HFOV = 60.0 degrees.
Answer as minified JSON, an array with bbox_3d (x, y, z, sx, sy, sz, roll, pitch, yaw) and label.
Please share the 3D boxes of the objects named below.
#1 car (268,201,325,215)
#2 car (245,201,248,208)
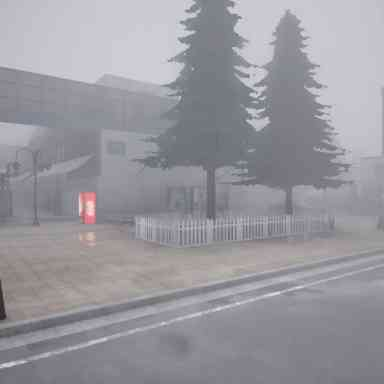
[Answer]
[{"bbox_3d":[9.582,1.532,30.796,2.033,1.411,5.357,0,0,-34],"label":"car"},{"bbox_3d":[5.200,1.462,43.923,1.882,1.535,5.008,0,0,-34],"label":"car"}]
